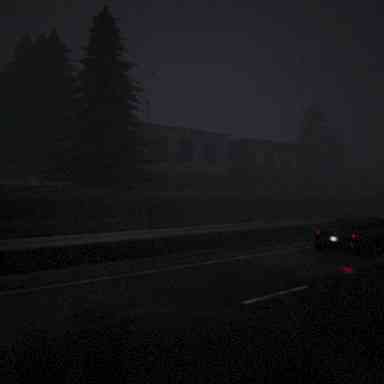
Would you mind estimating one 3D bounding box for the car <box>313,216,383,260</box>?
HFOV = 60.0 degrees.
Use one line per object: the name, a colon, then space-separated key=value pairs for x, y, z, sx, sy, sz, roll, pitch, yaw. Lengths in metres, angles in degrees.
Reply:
car: x=6.546 y=1.603 z=12.711 sx=4.181 sy=1.385 sz=1.994 roll=0 pitch=0 yaw=-35
